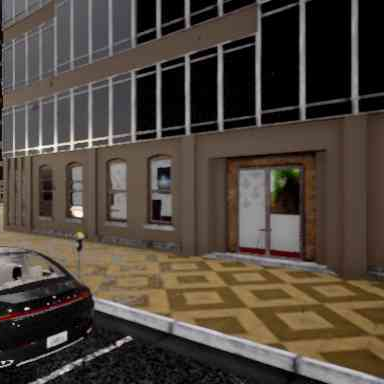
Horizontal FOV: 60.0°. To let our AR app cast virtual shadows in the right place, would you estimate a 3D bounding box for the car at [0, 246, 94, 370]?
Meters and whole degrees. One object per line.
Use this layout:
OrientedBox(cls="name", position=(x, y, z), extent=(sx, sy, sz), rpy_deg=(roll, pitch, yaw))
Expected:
OrientedBox(cls="car", position=(-3.415, 1.560, 5.320), extent=(4.403, 1.369, 2.008), rpy_deg=(0, 0, 36))
